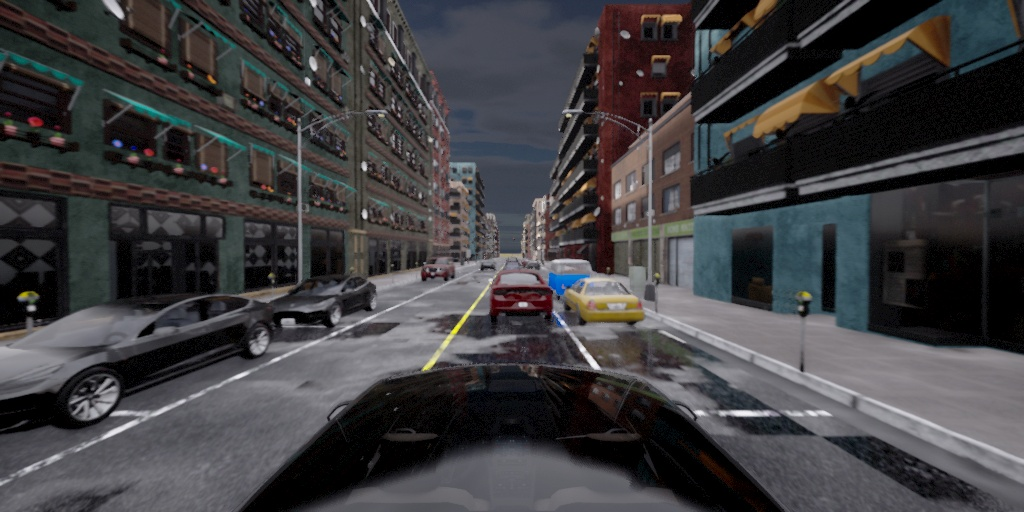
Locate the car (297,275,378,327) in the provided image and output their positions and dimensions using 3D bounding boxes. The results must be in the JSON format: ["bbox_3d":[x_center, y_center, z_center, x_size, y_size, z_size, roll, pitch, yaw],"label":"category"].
[{"bbox_3d":[-5.694,1.288,11.309,1.948,1.339,4.313,0,0,0],"label":"car"}]

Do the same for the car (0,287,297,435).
[{"bbox_3d":[-5.693,1.305,5.625,1.948,1.339,4.313,0,0,0],"label":"car"}]

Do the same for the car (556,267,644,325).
[{"bbox_3d":[2.687,1.247,11.477,1.751,1.417,4.829,0,0,0],"label":"car"}]

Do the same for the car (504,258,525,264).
[{"bbox_3d":[0.092,1.216,37.711,1.994,1.385,4.181,0,0,0],"label":"car"}]

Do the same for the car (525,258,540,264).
[{"bbox_3d":[2.680,1.184,45.414,2.007,1.370,4.403,0,0,0],"label":"car"}]

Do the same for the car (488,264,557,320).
[{"bbox_3d":[0.201,1.196,12.457,1.882,1.535,5.008,0,0,-3],"label":"car"}]

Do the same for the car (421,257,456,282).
[{"bbox_3d":[-5.698,0.991,28.363,2.192,1.841,5.009,0,0,0],"label":"car"}]

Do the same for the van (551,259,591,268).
[{"bbox_3d":[2.686,1.047,16.992,1.690,1.789,3.998,0,0,0],"label":"van"}]

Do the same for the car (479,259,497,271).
[{"bbox_3d":[-3.026,1.141,45.982,1.837,1.490,4.892,0,0,0],"label":"car"}]
